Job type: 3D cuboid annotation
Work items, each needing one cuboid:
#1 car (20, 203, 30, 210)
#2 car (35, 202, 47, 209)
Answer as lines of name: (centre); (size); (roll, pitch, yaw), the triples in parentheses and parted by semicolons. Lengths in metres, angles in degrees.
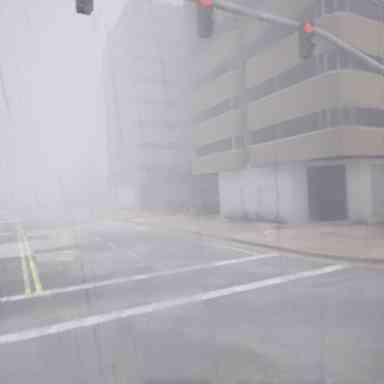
car: (-38.588, 3.378, 76.892); (2.033, 1.411, 5.357); (-3, 0, -28)
car: (-35.510, 3.190, 78.547); (1.837, 1.490, 4.892); (-3, 0, -28)
